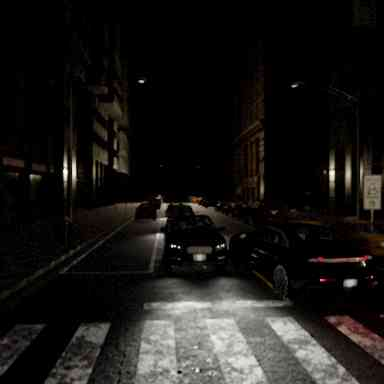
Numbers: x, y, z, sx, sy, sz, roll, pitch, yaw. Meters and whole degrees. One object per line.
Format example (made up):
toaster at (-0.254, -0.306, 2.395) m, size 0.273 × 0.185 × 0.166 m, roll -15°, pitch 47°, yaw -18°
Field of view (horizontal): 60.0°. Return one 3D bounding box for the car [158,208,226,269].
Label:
car at (-0.029, 1.539, 11.511) m, size 2.128 × 1.511 × 4.902 m, roll 0°, pitch 0°, yaw -6°

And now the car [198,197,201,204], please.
car at (2.495, 1.856, 57.127) m, size 1.802 × 1.307 × 4.206 m, roll 0°, pitch 0°, yaw -4°

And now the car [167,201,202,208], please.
car at (-0.687, 1.597, 21.649) m, size 1.837 × 1.490 × 4.892 m, roll 0°, pitch 0°, yaw -4°

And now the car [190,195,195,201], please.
car at (1.223, 1.792, 73.883) m, size 1.967 × 1.590 × 4.097 m, roll 0°, pitch 0°, yaw -4°

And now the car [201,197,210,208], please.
car at (2.919, 1.815, 51.541) m, size 1.947 × 1.339 × 4.313 m, roll 0°, pitch 0°, yaw -4°

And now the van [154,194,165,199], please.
van at (-6.428, 1.601, 62.053) m, size 1.690 × 1.788 × 3.998 m, roll 0°, pitch 0°, yaw -4°

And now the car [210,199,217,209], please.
car at (3.767, 1.750, 40.370) m, size 2.008 × 1.369 × 4.403 m, roll 0°, pitch 0°, yaw -4°

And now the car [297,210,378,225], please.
car at (5.875, 1.603, 12.611) m, size 1.752 × 1.417 × 4.829 m, roll 0°, pitch 0°, yaw -4°

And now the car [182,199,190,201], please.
car at (-1.512, 1.703, 32.644) m, size 1.994 × 1.385 × 4.181 m, roll 0°, pitch 0°, yaw -4°

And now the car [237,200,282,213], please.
car at (5.040, 1.441, 23.614) m, size 2.192 × 1.841 × 5.009 m, roll 0°, pitch 0°, yaw -4°

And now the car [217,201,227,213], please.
car at (4.178, 1.700, 34.954) m, size 1.752 × 1.417 × 4.829 m, roll 0°, pitch 0°, yaw -4°

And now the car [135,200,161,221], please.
car at (-3.884, 1.655, 28.536) m, size 1.887 × 1.381 × 4.507 m, roll 0°, pitch 0°, yaw -4°

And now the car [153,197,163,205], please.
car at (-6.839, 1.811, 67.468) m, size 1.752 × 1.417 × 4.829 m, roll 0°, pitch 0°, yaw -4°

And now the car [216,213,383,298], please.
car at (2.477, 1.538, 8.738) m, size 2.128 × 1.511 × 4.902 m, roll 0°, pitch 0°, yaw -13°

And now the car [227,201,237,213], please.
car at (4.615, 1.695, 29.199) m, size 1.887 × 1.381 × 4.507 m, roll 0°, pitch 0°, yaw -4°

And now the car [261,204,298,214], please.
car at (5.451, 1.627, 18.197) m, size 1.752 × 1.417 × 4.829 m, roll 0°, pitch 0°, yaw -4°

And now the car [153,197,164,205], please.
car at (-5.156, 1.766, 45.294) m, size 1.802 × 1.307 × 4.206 m, roll 0°, pitch 0°, yaw -4°

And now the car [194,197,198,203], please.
car at (2.071, 1.740, 62.713) m, size 1.967 × 1.590 × 4.097 m, roll 0°, pitch 0°, yaw -4°

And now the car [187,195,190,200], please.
car at (0.362, 1.931, 85.225) m, size 1.752 × 1.417 × 4.829 m, roll 0°, pitch 0°, yaw -4°
